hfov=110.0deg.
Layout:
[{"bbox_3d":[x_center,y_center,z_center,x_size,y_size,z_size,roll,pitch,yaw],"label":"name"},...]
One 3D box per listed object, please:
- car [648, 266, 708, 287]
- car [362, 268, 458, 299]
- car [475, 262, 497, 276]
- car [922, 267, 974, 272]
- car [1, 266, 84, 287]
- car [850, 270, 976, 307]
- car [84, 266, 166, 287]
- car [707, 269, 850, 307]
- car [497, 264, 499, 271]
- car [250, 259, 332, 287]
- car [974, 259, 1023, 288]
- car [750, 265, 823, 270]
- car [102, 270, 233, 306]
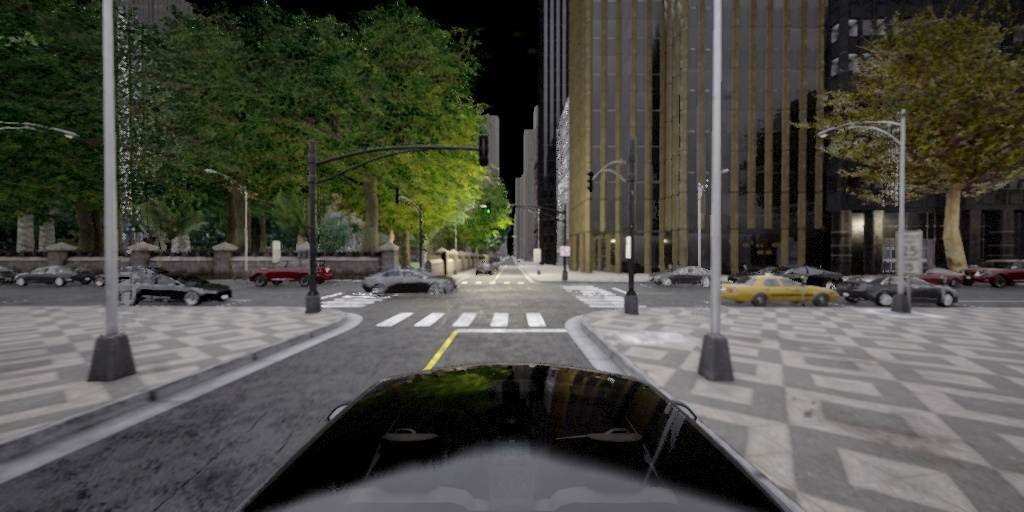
[{"bbox_3d":[11.600,1.367,24.553,4.403,1.370,2.007,0,0,0],"label":"car"},{"bbox_3d":[-5.301,1.381,18.853,4.902,1.511,2.128,-1,0,0],"label":"car"},{"bbox_3d":[-3.155,1.483,41.652,1.882,1.535,5.008,0,-1,0],"label":"car"},{"bbox_3d":[28.138,1.419,24.490,4.207,1.307,1.802,0,0,0],"label":"car"},{"bbox_3d":[-31.433,1.344,24.717,4.403,1.370,2.007,0,0,0],"label":"car"},{"bbox_3d":[17.089,1.485,16.008,4.403,1.370,2.007,0,0,0],"label":"car"},{"bbox_3d":[-25.977,1.359,24.696,4.313,1.339,1.948,0,0,0],"label":"car"},{"bbox_3d":[11.746,1.453,16.028,4.829,1.417,1.751,0,0,0],"label":"car"},{"bbox_3d":[-3.152,1.661,58.207,1.812,1.442,4.674,0,-1,0],"label":"car"},{"bbox_3d":[-15.065,1.110,24.655,5.009,1.841,2.192,0,0,0],"label":"car"},{"bbox_3d":[33.652,1.159,24.469,5.009,1.841,2.192,0,0,0],"label":"car"},{"bbox_3d":[17.122,1.336,21.860,5.008,1.535,1.882,0,1,0],"label":"car"},{"bbox_3d":[-15.088,1.472,16.130,4.313,1.339,1.948,0,0,0],"label":"car"}]
